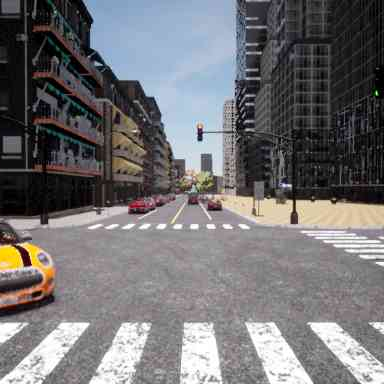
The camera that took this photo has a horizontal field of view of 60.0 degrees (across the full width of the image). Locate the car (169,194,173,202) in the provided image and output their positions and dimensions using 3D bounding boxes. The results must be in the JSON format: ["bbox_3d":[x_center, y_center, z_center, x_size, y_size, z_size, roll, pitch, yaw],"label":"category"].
[{"bbox_3d":[-5.554,1.582,69.294,1.802,1.307,4.206,-1,0,0],"label":"car"}]

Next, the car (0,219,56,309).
[{"bbox_3d":[-5.009,1.426,7.745,4.553,1.767,2.097,0,0,44],"label":"car"}]

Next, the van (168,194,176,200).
[{"bbox_3d":[-5.509,1.348,91.889,1.690,1.788,3.998,-1,0,0],"label":"van"}]

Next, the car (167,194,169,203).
[{"bbox_3d":[-5.579,1.437,57.996,1.967,1.590,4.097,-1,0,0],"label":"car"}]

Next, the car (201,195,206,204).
[{"bbox_3d":[2.782,1.550,63.685,2.008,1.369,4.403,-1,0,0],"label":"car"}]

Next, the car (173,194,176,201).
[{"bbox_3d":[-5.521,1.320,86.241,2.192,1.841,5.009,-1,0,0],"label":"car"}]

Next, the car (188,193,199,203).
[{"bbox_3d":[0.263,1.221,70.034,2.150,2.045,5.566,0,0,0],"label":"car"}]

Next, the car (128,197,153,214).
[{"bbox_3d":[-5.626,1.539,35.400,1.887,1.381,4.507,-1,0,0],"label":"car"}]

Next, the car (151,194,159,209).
[{"bbox_3d":[-5.615,1.435,41.049,1.967,1.590,4.097,-1,0,0],"label":"car"}]

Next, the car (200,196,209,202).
[{"bbox_3d":[2.806,1.546,74.983,1.887,1.381,4.507,-1,0,0],"label":"car"}]

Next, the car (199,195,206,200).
[{"bbox_3d":[2.841,1.533,92.100,1.752,1.417,4.829,-1,0,0],"label":"car"}]

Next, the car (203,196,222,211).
[{"bbox_3d":[2.733,1.540,41.089,1.887,1.381,4.507,-1,0,0],"label":"car"}]

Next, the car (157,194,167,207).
[{"bbox_3d":[-5.593,1.311,52.348,2.192,1.841,5.009,-1,0,0],"label":"car"}]

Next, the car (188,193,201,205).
[{"bbox_3d":[0.228,1.475,59.769,1.882,1.535,5.008,0,0,0],"label":"car"}]
